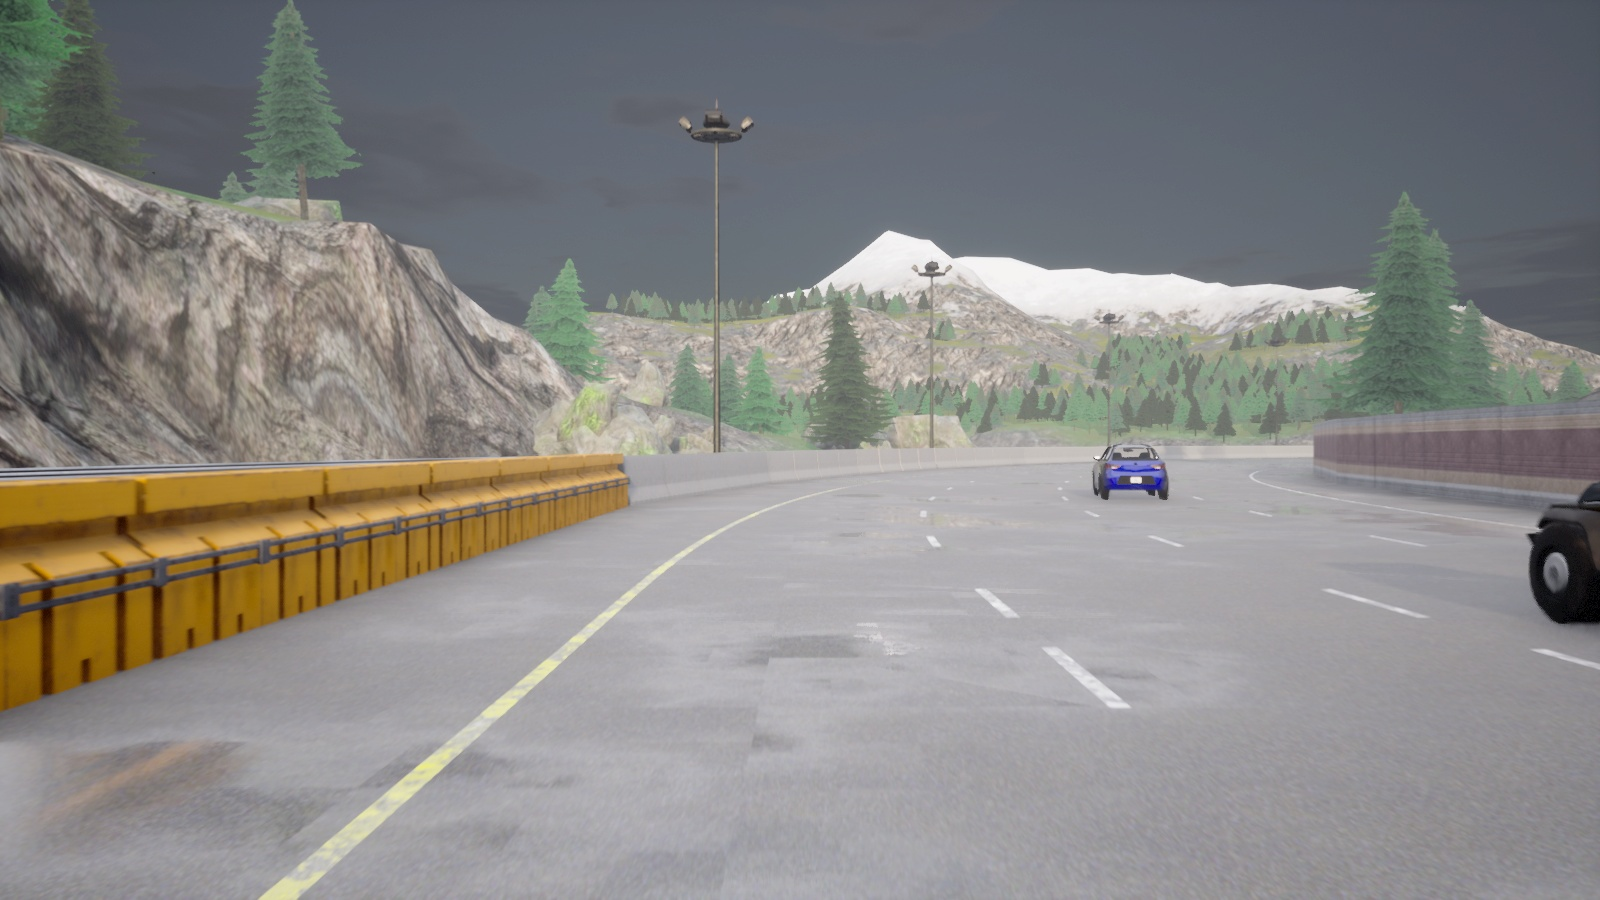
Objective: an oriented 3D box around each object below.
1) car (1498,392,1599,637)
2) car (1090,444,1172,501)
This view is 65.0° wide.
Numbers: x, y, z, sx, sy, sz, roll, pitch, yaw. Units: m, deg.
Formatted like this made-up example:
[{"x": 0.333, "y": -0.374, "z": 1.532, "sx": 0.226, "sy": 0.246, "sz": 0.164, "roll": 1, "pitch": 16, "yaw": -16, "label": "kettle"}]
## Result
[{"x": 7.066, "y": 0.498, "z": 9.076, "sx": 1.905, "sy": 1.878, "sz": 3.866, "roll": 0, "pitch": 1, "yaw": 0, "label": "car"}, {"x": 9.035, "y": 0.573, "z": 34.521, "sx": 1.816, "sy": 1.474, "sz": 4.193, "roll": 0, "pitch": 0, "yaw": 10, "label": "car"}]
